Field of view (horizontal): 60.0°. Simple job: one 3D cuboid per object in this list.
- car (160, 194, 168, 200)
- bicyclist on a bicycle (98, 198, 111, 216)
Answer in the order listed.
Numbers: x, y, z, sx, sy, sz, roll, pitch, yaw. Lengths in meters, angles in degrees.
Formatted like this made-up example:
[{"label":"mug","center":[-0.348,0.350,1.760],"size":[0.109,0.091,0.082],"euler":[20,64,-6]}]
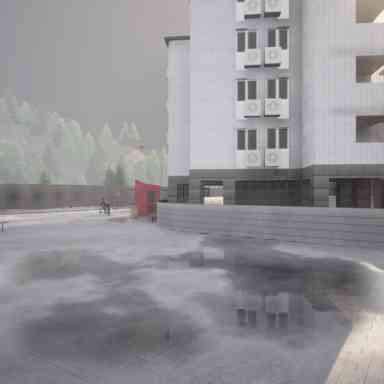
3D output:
[{"label":"car","center":[-3.821,1.221,42.595],"size":[2.150,2.045,5.566],"euler":[0,0,36]},{"label":"bicyclist on a bicycle","center":[-7.837,1.349,29.750],"size":[1.656,1.620,0.582],"euler":[0,0,36]}]
